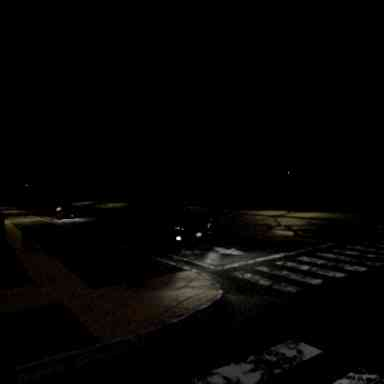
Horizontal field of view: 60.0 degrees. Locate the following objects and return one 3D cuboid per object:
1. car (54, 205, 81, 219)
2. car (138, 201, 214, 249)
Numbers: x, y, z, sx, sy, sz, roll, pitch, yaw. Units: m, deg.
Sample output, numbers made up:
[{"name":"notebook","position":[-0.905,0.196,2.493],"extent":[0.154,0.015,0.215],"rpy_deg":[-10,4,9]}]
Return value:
[{"name":"car","position":[-13.848,2.137,36.676],"extent":[2.033,1.411,5.357],"rpy_deg":[-3,1,-33]},{"name":"car","position":[-1.197,1.549,17.052],"extent":[2.150,2.045,5.566],"rpy_deg":[-3,1,-33]}]
